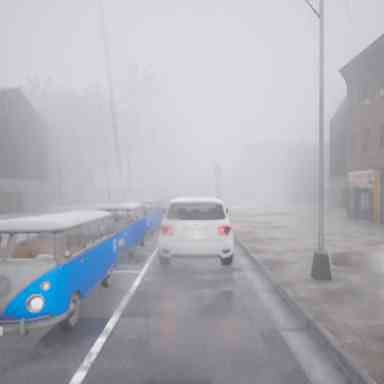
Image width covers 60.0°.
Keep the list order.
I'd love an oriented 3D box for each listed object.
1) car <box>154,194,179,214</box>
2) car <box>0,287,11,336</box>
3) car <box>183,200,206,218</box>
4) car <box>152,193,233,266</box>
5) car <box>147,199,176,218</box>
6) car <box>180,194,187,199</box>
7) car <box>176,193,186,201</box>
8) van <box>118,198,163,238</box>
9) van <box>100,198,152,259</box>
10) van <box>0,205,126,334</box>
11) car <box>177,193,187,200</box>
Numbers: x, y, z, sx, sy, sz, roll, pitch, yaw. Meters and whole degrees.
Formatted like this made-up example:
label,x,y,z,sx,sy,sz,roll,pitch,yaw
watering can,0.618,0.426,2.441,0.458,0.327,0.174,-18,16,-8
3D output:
label,x,y,z,sx,sy,sz,roll,pitch,yaw
car,-2.494,1.116,33.801,2.192,1.841,5.009,0,0,0
car,-2.636,1.575,1.019,1.802,1.307,4.206,0,0,0
car,0.207,1.424,29.534,1.895,1.301,4.718,0,0,1
car,0.116,1.155,11.471,2.150,2.045,5.566,0,1,0
car,-2.517,1.381,28.339,2.008,1.369,4.403,0,0,0
car,-2.256,1.240,89.017,1.802,1.307,4.206,0,0,0
car,-2.330,1.115,71.950,1.967,1.590,4.097,0,0,0
van,-2.565,1.236,17.410,1.690,1.788,3.998,0,0,0
van,-2.589,1.269,11.945,1.690,1.788,3.998,0,0,0
van,-2.613,1.302,6.481,1.690,1.788,3.998,0,0,0
car,-2.304,1.107,77.638,1.967,1.590,4.097,0,0,0
